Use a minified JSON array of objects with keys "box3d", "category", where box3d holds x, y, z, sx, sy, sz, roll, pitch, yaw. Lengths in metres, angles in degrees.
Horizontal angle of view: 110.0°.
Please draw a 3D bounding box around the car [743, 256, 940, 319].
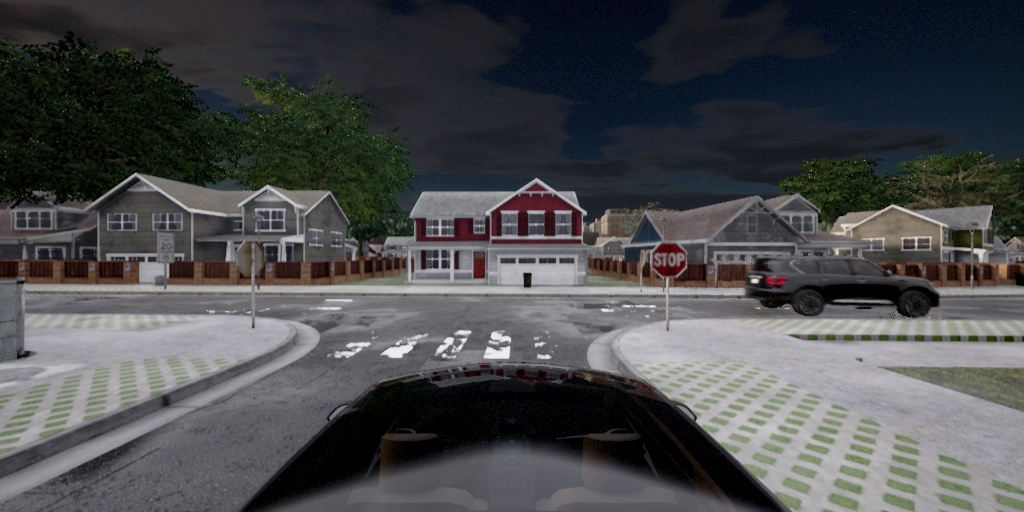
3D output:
[{"box3d":[11.466,1.013,12.815,5.566,2.045,2.150,0,0,4],"category":"car"}]
